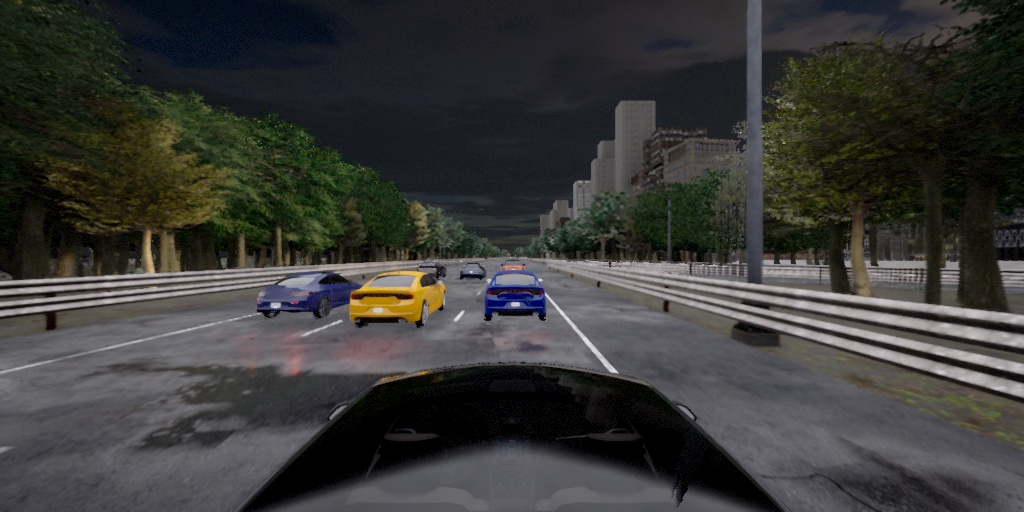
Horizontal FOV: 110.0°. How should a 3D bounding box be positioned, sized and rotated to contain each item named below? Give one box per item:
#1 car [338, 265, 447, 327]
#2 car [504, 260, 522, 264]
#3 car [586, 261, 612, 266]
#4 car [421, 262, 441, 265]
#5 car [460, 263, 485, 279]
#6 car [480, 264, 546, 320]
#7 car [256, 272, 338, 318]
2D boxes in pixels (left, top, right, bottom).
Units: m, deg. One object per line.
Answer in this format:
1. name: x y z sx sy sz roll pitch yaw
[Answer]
1. car: -3.401 1.225 11.589 1.882 1.535 5.008 0 0 0
2. car: 0.099 1.092 31.008 2.097 1.767 4.553 0 0 0
3. car: 12.726 1.428 53.390 1.895 1.301 4.718 0 0 -27
4. car: -6.905 1.232 31.206 2.128 1.511 4.902 0 0 0
5. car: -3.401 1.304 31.873 1.994 1.385 4.181 0 0 0
6. car: 0.100 1.224 12.677 1.882 1.535 5.008 0 0 0
7. car: -6.901 1.272 12.777 1.812 1.442 4.674 0 0 0
